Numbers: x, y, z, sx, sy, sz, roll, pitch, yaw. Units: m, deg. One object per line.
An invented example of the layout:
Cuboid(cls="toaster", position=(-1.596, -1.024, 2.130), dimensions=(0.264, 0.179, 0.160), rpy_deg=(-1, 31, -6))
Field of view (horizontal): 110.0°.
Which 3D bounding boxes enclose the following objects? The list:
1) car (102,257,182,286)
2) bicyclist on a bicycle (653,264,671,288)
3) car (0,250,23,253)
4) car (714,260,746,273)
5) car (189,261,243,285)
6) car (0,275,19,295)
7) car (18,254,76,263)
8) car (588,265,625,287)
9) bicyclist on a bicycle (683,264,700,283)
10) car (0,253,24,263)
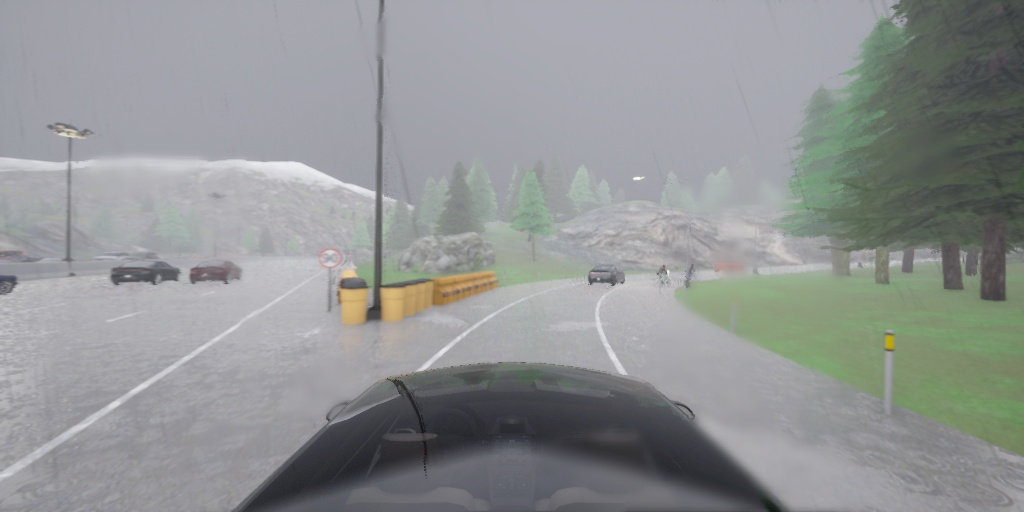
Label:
Cuboid(cls="car", position=(-22.886, 1.002, 22.656), dimensions=(1.882, 1.535, 5.008), rpy_deg=(1, 0, -25))
Cuboid(cls="bicyclist on a bicycle", position=(10.617, 1.413, 25.330), dimensions=(1.656, 1.620, 0.582), rpy_deg=(1, 0, -23))
Cuboid(cls="car", position=(-52.233, 0.416, 36.137), dimensions=(2.150, 2.045, 5.566), rpy_deg=(1, 0, -25))
Cuboid(cls="car", position=(29.953, 1.343, 49.228), dimensions=(4.553, 1.767, 2.097), rpy_deg=(-1, 1, -25))
Cuboid(cls="car", position=(-19.703, 1.048, 24.106), dimensions=(1.882, 1.535, 5.008), rpy_deg=(1, 0, -25))
Cuboid(cls="car", position=(-22.965, 1.098, 14.399), dimensions=(1.895, 1.301, 4.718), rpy_deg=(1, 0, -25))
Cuboid(cls="car", position=(-43.815, 0.821, 34.410), dimensions=(1.812, 1.442, 4.674), rpy_deg=(1, 0, -24))
Cuboid(cls="car", position=(7.117, 1.411, 26.676), dimensions=(2.128, 1.511, 4.902), rpy_deg=(0, 0, 29))
Cuboid(cls="bicyclist on a bicycle", position=(14.771, 1.455, 29.551), dimensions=(0.582, 1.620, 1.656), rpy_deg=(0, -2, -25))
Cuboid(cls="car", position=(-47.777, 0.738, 34.686), dimensions=(2.128, 1.511, 4.902), rpy_deg=(1, 0, -24))
